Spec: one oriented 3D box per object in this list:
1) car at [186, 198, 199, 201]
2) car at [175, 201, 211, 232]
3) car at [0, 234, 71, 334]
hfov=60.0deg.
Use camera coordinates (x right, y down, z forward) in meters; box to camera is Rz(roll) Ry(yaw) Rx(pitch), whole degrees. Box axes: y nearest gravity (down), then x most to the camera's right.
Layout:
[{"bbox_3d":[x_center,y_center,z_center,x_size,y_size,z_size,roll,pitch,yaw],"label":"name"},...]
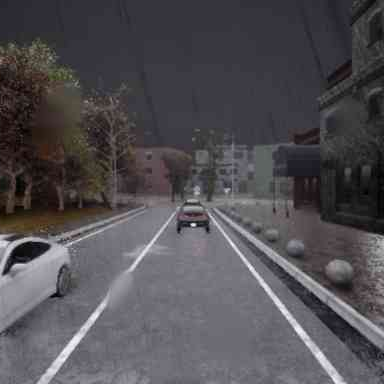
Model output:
[{"bbox_3d":[0.065,1.405,35.442,1.882,1.535,5.008,0,0,0],"label":"car"},{"bbox_3d":[0.070,1.489,19.995,1.837,1.490,4.892,0,0,0],"label":"car"},{"bbox_3d":[-3.607,1.523,5.759,1.812,1.442,4.674,0,0,0],"label":"car"}]
